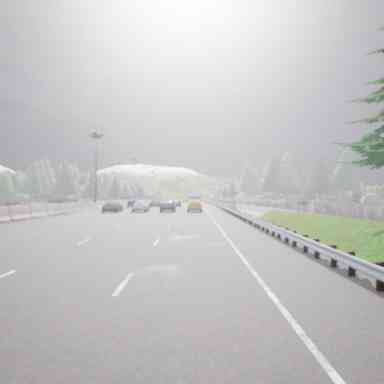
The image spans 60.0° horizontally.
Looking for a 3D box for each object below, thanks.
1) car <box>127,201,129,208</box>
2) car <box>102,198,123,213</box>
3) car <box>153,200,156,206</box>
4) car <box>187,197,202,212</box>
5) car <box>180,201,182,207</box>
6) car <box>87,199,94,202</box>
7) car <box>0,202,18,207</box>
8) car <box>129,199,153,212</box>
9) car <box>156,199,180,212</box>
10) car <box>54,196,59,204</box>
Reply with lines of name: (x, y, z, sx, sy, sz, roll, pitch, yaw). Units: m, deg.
car: (-10.035, 1.929, 58.120, 1.882, 1.535, 5.008, 0, -1, 0)
car: (-10.144, 1.884, 42.732, 1.994, 1.385, 4.181, 0, 0, 0)
car: (-6.523, 2.035, 59.783, 1.994, 1.385, 4.181, 0, -1, 1)
car: (0.366, 1.807, 44.025, 1.882, 1.535, 5.008, 0, 0, 0)
car: (-3.013, 2.055, 61.246, 1.994, 1.385, 4.181, 0, -1, 1)
car: (-23.992, 2.193, 78.530, 2.033, 1.411, 5.357, 0, -1, 0)
car: (-20.887, 1.801, 36.809, 1.812, 1.442, 4.674, 0, 0, 0)
car: (-6.649, 1.851, 43.456, 1.812, 1.442, 4.674, 0, 0, -1)
car: (-3.134, 1.821, 43.882, 2.128, 1.511, 4.902, 0, 0, 0)
car: (-31.012, 1.959, 75.641, 2.150, 2.045, 5.566, 0, -1, 0)
